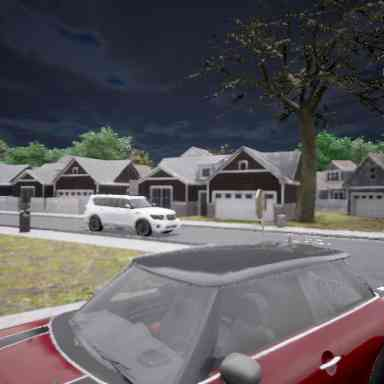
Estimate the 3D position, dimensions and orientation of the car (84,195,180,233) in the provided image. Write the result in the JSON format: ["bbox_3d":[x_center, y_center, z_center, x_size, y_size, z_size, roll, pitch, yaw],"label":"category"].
[{"bbox_3d":[-3.357,1.195,17.965,5.566,2.045,2.150,1,0,30],"label":"car"}]

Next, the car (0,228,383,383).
[{"bbox_3d":[0.018,1.364,2.983,4.553,1.767,2.097,1,0,-38],"label":"car"}]
